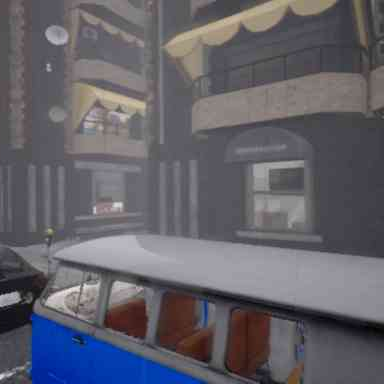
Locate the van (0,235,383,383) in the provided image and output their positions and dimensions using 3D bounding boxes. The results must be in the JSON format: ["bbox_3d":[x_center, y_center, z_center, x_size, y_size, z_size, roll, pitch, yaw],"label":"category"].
[{"bbox_3d":[0.297,1.342,2.680,3.998,1.788,1.690,0,-1,36],"label":"van"}]
